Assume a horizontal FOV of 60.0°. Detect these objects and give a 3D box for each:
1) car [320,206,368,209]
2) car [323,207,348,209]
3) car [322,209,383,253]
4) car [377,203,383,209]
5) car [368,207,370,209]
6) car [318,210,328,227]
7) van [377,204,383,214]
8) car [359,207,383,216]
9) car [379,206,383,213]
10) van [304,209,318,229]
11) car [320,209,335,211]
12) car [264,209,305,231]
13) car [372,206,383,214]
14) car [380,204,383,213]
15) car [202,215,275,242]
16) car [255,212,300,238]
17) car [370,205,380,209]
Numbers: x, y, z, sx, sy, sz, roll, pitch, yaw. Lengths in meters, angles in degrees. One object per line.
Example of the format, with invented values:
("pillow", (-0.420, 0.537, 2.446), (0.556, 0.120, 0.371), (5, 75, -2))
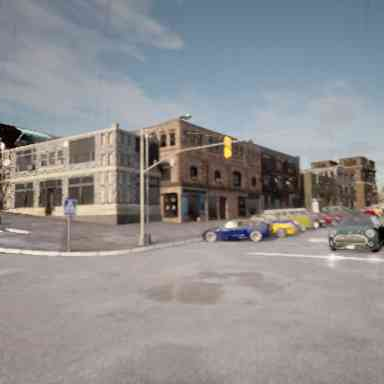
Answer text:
("car", (19.765, 2.881, 44.438), (5.566, 2.045, 2.435), (-4, -4, 19))
("car", (17.852, 3.117, 42.070), (4.674, 1.452, 2.002), (-4, -3, 18))
("car", (8.474, 1.964, 16.953), (2.097, 1.767, 4.553), (-4, -4, 36))
("car", (29.463, 3.270, 55.997), (4.553, 1.767, 2.185), (-4, -4, 20))
("car", (21.657, 3.189, 46.771), (5.008, 1.535, 2.097), (-4, -4, 19))
("car", (10.392, 2.845, 32.572), (4.892, 1.521, 2.231), (-4, -4, 17))
("van", (41.521, 3.447, 69.539), (4.442, 1.987, 1.878), (-4, -4, 22))
("car", (33.409, 3.495, 60.564), (5.008, 1.535, 2.097), (-4, -4, 21))
("car", (43.427, 3.725, 71.806), (5.008, 1.535, 2.097), (-4, -4, 22))
("van", (8.672, 2.550, 30.146), (4.442, 1.987, 1.878), (-4, -4, 17))
("car", (12.244, 2.943, 34.954), (4.674, 1.452, 2.002), (-4, -3, 17))
("car", (6.722, 2.596, 27.766), (4.553, 1.767, 2.185), (-4, -4, 16))
("car", (39.387, 3.665, 67.325), (4.792, 1.488, 2.163), (-4, -4, 21))
("car", (45.395, 3.521, 74.063), (5.566, 2.045, 2.435), (-4, -4, 22))
("car", (3.057, 2.639, 23.025), (4.792, 1.488, 2.163), (-4, -3, 16))
("car", (5.138, 2.641, 25.270), (5.366, 1.575, 1.946), (-4, -4, 16))
("car", (25.529, 3.294, 51.402), (5.008, 1.535, 2.097), (-4, -3, 20))
